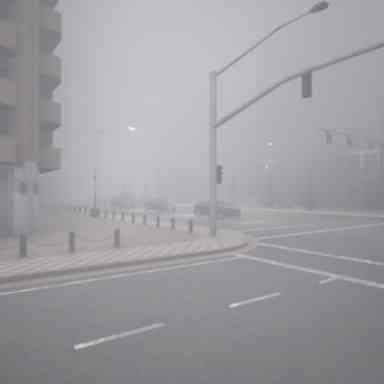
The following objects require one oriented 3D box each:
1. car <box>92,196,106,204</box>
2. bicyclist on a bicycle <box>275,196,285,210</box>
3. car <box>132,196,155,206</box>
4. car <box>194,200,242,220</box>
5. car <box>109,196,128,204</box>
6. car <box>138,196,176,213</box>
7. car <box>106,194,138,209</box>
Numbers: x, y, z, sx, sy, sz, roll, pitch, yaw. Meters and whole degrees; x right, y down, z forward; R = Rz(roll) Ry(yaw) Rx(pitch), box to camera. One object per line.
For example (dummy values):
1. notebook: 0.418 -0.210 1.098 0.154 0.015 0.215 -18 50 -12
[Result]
1. car: -16.960 1.527 61.941 2.033 1.411 5.357 0 0 -35
2. bicyclist on a bicycle: 10.057 1.292 37.951 1.656 1.620 0.582 0 0 -35
3. car: -8.081 1.489 55.445 1.837 1.490 4.892 0 0 -35
4. car: 2.122 1.450 28.486 1.882 1.535 5.008 0 0 -36
5. car: -14.093 1.490 63.948 1.837 1.490 4.892 0 0 -35
6. car: -3.552 1.464 36.497 2.128 1.511 4.902 0 0 -35
7. car: -9.345 1.465 44.797 2.128 1.511 4.902 0 0 -35
